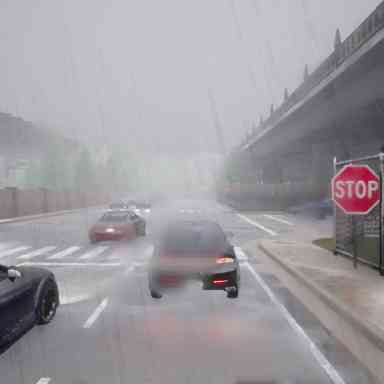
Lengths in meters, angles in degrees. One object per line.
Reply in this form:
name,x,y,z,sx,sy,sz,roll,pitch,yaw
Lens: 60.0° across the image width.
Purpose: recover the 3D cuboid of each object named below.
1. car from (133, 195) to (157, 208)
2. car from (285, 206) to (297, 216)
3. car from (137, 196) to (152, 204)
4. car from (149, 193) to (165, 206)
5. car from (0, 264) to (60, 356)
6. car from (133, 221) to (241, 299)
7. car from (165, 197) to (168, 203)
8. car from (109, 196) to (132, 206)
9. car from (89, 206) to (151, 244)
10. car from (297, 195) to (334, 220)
car,-6.466,1.505,46.015,1.837,1.490,4.892,0,0,1
car,11.544,1.547,30.957,5.357,1.411,2.033,0,0,0
car,-9.566,1.547,67.574,2.033,1.411,5.357,0,0,1
car,-6.314,1.221,55.868,2.150,2.045,5.566,0,0,1
car,-3.410,1.564,4.412,1.994,1.385,4.181,0,0,0
car,0.060,1.492,8.464,2.128,1.511,4.902,0,0,0
car,-6.054,1.564,68.118,1.994,1.385,4.181,0,0,2
car,-9.971,1.505,45.697,1.837,1.490,4.892,0,0,1
car,-3.384,1.563,15.824,1.994,1.385,4.181,0,0,1
car,12.017,1.222,27.456,5.566,2.045,2.150,0,0,0
